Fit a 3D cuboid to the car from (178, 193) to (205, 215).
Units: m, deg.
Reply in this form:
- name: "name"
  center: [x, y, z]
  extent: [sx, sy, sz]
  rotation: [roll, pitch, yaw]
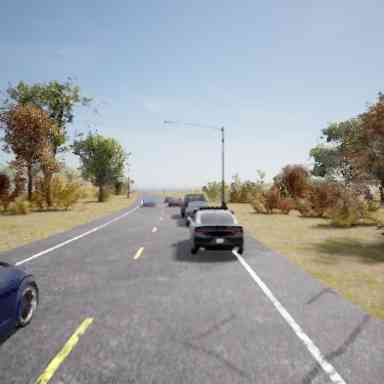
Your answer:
- name: "car"
  center: [0.112, 1.127, 29.484]
  extent: [2.150, 2.045, 5.566]
  rotation: [0, 0, -3]

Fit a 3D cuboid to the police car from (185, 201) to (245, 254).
- name: "police car"
  center: [0.840, 1.384, 13.492]
  extent: [1.930, 1.638, 5.238]
  rotation: [0, 0, -2]

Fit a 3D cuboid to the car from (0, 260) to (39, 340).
- name: "car"
  center: [-3.660, 1.554, 4.157]
  extent: [1.994, 1.385, 4.181]
  rotation: [0, 0, -1]

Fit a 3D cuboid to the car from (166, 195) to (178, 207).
- name: "car"
  center: [-2.435, 1.405, 48.745]
  extent: [1.994, 1.385, 4.181]
  rotation: [0, 0, -6]

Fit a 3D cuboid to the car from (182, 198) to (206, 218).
- name: "car"
  center: [0.450, 1.432, 23.429]
  extent: [1.837, 1.490, 4.892]
  rotation: [0, 0, -3]

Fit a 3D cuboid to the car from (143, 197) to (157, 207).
- name: "car"
  center: [-5.927, 1.376, 46.805]
  extent: [1.812, 1.442, 4.674]
  rotation: [0, 0, -5]
